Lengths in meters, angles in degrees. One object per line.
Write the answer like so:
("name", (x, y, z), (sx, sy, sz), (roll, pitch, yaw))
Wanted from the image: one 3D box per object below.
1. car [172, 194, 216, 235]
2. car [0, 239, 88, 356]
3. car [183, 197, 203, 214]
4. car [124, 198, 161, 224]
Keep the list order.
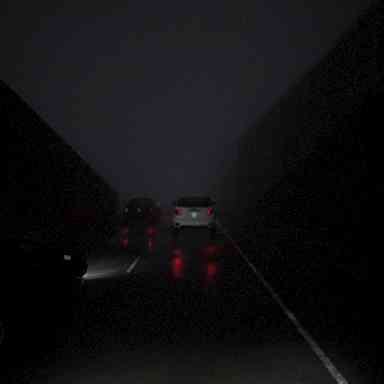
("car", (0.102, 1.097, 18.220), (2.150, 2.045, 5.566), (0, 1, 0))
("car", (-3.398, 1.509, 5.521), (2.033, 1.411, 5.357), (0, 0, 0))
("car", (0.100, 1.301, 32.907), (1.812, 1.442, 4.674), (0, 0, 0))
("car", (-3.398, 1.191, 23.456), (2.097, 1.767, 4.553), (0, 0, 0))
